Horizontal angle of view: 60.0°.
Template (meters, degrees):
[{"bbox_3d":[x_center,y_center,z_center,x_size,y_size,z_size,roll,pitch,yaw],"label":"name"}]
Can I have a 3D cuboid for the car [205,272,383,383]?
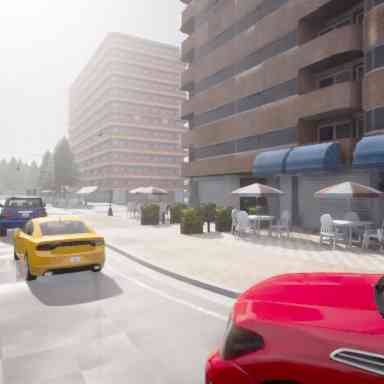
[{"bbox_3d":[2.802,1.222,2.123,5.566,2.045,2.150,0,0,33],"label":"car"}]

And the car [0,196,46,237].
[{"bbox_3d":[-9.380,1.221,18.541,2.150,2.045,5.566,0,0,-29],"label":"car"}]

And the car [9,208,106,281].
[{"bbox_3d":[-4.196,1.478,10.117,1.882,1.535,5.008,0,0,-33],"label":"car"}]
